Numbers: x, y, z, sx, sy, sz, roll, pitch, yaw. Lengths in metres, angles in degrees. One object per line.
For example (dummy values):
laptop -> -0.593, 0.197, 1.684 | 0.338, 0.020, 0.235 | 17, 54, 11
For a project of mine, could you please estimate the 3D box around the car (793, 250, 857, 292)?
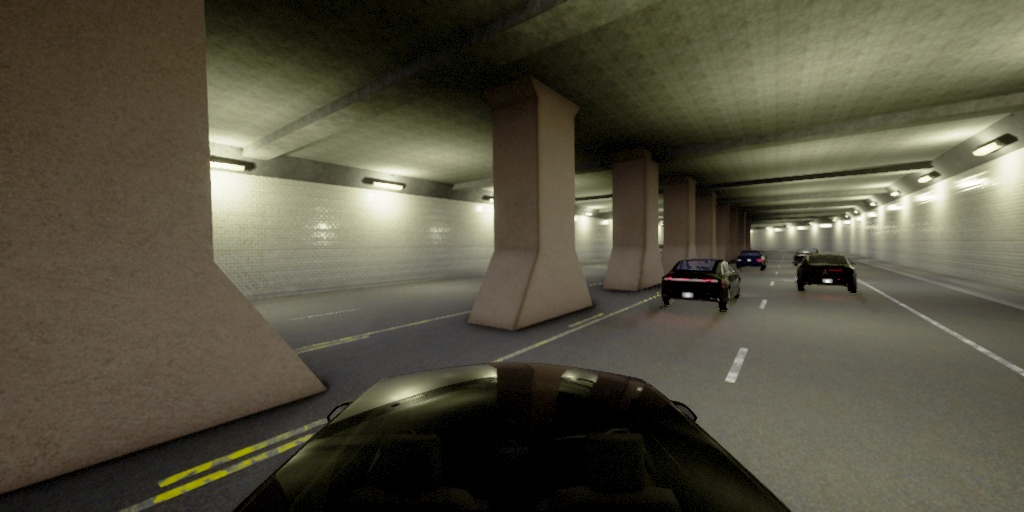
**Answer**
car -> 13.805, 0.651, 15.911 | 1.837, 1.490, 4.892 | 1, 2, 38

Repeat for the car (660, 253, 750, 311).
car -> 6.576, 0.837, 12.300 | 2.128, 1.511, 4.902 | 1, 2, 38

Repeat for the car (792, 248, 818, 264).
car -> 24.703, 0.075, 29.962 | 2.128, 1.511, 4.902 | 1, 2, 38

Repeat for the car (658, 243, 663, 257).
car -> 18.070, -0.567, 44.414 | 2.150, 2.045, 5.566 | 1, 2, 38

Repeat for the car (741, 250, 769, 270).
car -> 18.663, 0.270, 27.885 | 2.033, 1.411, 5.357 | 1, 2, 38
